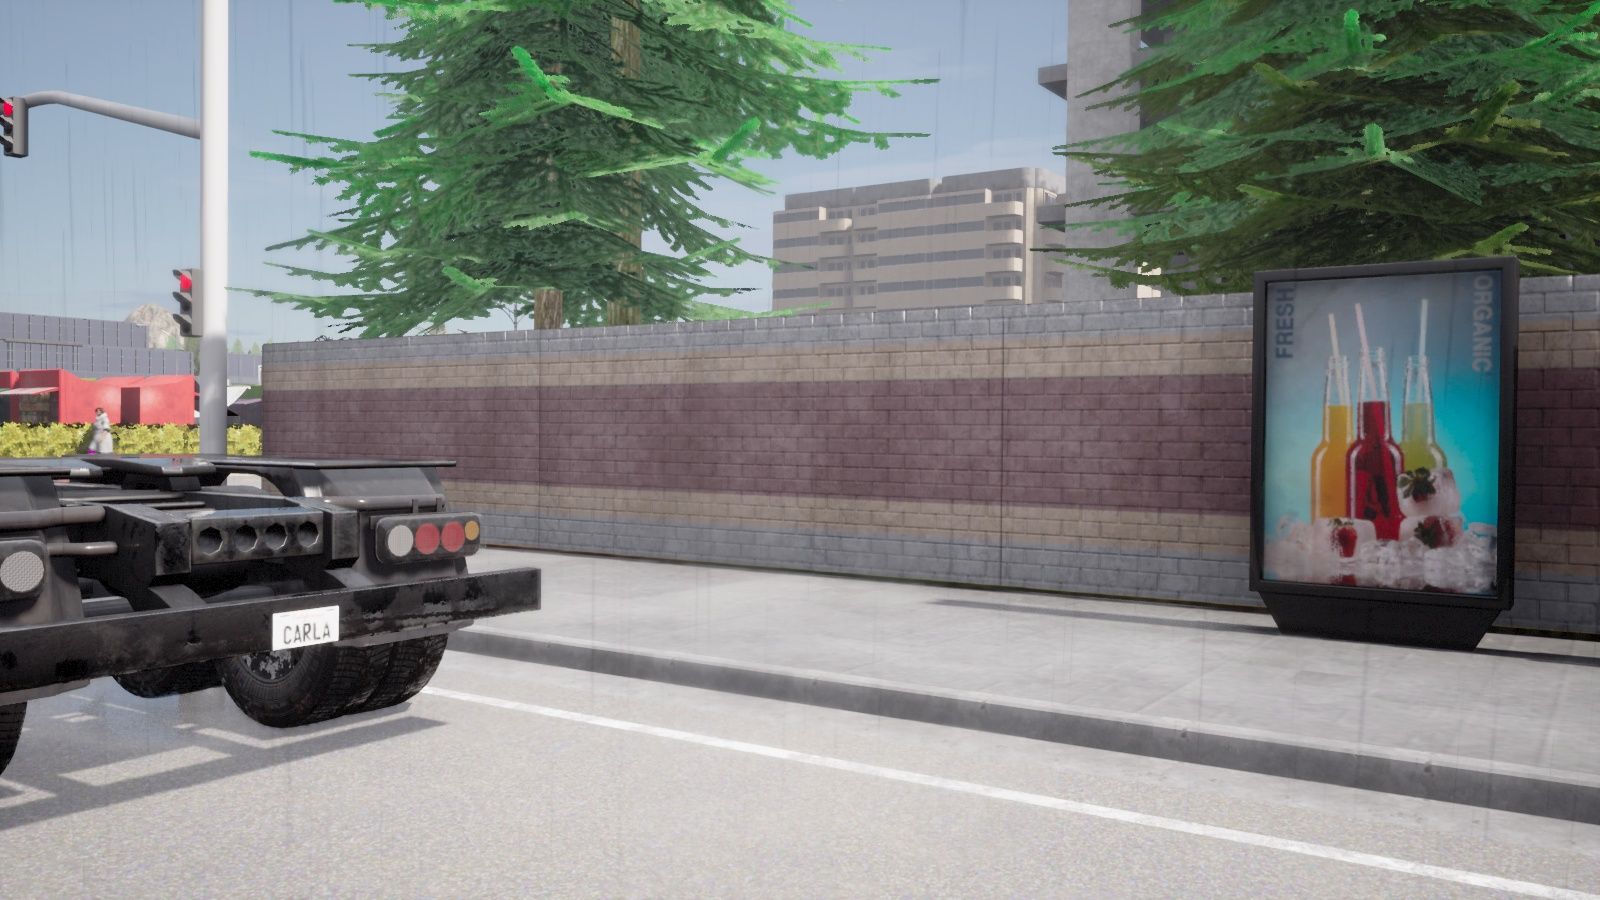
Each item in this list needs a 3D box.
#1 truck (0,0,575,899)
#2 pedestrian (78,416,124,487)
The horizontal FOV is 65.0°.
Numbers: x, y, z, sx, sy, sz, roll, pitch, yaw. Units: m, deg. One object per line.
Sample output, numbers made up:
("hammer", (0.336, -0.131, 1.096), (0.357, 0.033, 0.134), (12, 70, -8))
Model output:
("truck", (-5.216, -0.300, 7.067), (7.936, 3.462, 2.891), (0, 1, 34))
("pedestrian", (-19.511, 0.028, 35.062), (0.659, 1.952, 0.873), (0, 1, 33))
